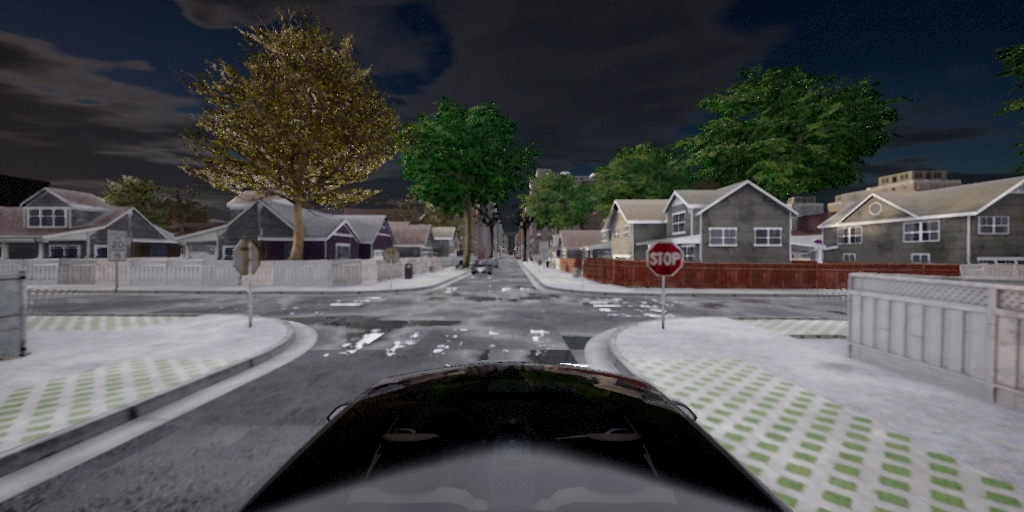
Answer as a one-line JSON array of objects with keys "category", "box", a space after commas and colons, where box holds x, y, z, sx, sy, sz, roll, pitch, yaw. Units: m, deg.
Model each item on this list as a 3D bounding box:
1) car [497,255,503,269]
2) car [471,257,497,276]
[{"category": "car", "box": [-2.809, 1.008, 49.568, 2.128, 1.511, 4.902, 0, 0, 0]}, {"category": "car", "box": [-2.830, 1.076, 34.646, 2.128, 1.511, 4.902, 0, 0, 0]}]
